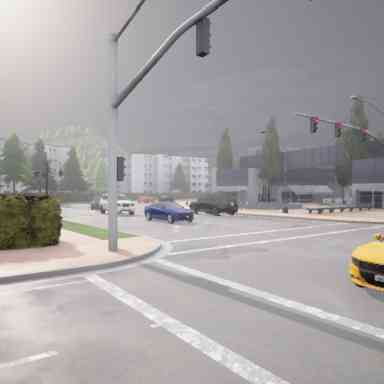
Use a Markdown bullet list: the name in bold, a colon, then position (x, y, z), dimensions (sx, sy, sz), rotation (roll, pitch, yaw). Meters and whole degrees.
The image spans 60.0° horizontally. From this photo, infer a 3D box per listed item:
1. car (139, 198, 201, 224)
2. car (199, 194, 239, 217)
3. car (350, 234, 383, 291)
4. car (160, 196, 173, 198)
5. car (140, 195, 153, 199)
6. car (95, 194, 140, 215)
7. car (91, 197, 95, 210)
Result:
- **car**: position (-1.815, 1.478, 25.359), dimensions (1.882, 1.535, 5.008), rotation (0, 0, -37)
- **car**: position (2.010, 1.221, 31.881), dimensions (2.150, 2.045, 5.566), rotation (0, 0, -36)
- **car**: position (5.857, 1.477, 8.174), dimensions (5.008, 1.535, 1.882), rotation (0, 0, -36)
- **car**: position (-5.250, 1.477, 69.690), dimensions (1.882, 1.535, 5.008), rotation (0, 0, 20)
- **car**: position (-9.312, 1.352, 68.117), dimensions (2.097, 1.767, 4.553), rotation (0, 0, 15)
- **car**: position (-7.624, 1.221, 33.538), dimensions (2.150, 2.045, 5.566), rotation (0, 0, -32)
- **car**: position (-11.939, 1.352, 42.924), dimensions (2.097, 1.767, 4.553), rotation (0, 0, -17)
